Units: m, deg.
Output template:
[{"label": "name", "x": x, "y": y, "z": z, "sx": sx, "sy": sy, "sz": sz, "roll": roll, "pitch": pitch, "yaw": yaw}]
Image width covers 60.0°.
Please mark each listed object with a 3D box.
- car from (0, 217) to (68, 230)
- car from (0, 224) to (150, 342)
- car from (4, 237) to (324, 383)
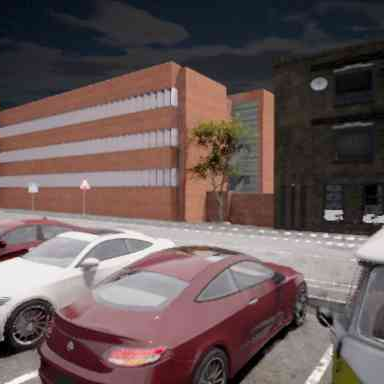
[{"label": "car", "x": -4.393, "y": 1.422, "z": 8.133, "sx": 2.097, "sy": 1.535, "sz": 5.008, "roll": 1, "pitch": 0, "yaw": 35}, {"label": "car", "x": -2.094, "y": 1.492, "z": 6.490, "sx": 2.002, "sy": 1.452, "sz": 4.674, "roll": 1, "pitch": 0, "yaw": 35}, {"label": "car", "x": 0.210, "y": 1.516, "z": 4.839, "sx": 2.002, "sy": 1.452, "sz": 4.674, "roll": 1, "pitch": 0, "yaw": 35}]
